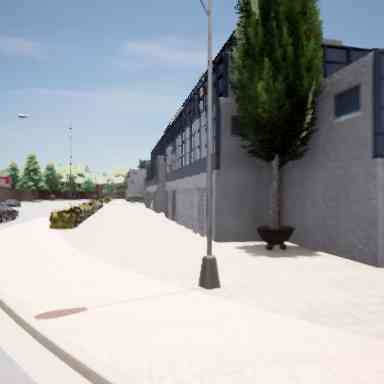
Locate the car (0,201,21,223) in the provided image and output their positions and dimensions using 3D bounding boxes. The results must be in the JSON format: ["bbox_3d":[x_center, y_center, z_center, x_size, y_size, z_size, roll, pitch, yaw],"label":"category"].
[{"bbox_3d":[-15.558,1.689,26.645,2.033,1.411,5.357,0,0,-12],"label":"car"}]

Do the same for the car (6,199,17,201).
[{"bbox_3d":[-28.317,1.853,52.144,1.994,1.385,4.181,0,-1,-12],"label":"car"}]
